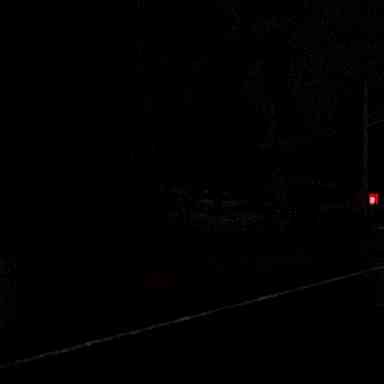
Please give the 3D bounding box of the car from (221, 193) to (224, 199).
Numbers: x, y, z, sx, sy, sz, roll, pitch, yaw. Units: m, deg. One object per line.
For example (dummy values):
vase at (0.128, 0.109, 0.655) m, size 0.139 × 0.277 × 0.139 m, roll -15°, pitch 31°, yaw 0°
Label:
car at (6.933, 1.302, 94.278) m, size 1.905 × 1.878 × 3.866 m, roll 0°, pitch 0°, yaw -37°

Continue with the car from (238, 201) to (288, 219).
car at (6.400, 1.572, 30.294) m, size 1.882 × 1.535 × 5.008 m, roll 0°, pitch 0°, yaw -37°

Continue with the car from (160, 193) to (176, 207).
car at (-3.755, 1.457, 50.006) m, size 2.097 × 1.767 × 4.553 m, roll 0°, pitch 0°, yaw -35°

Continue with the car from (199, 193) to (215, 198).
car at (4.845, 1.313, 92.216) m, size 1.932 × 1.855 × 4.605 m, roll 0°, pitch 0°, yaw -37°

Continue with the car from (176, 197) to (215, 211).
car at (0.383, 1.657, 38.285) m, size 1.994 × 1.385 × 4.181 m, roll 0°, pitch 0°, yaw -36°
